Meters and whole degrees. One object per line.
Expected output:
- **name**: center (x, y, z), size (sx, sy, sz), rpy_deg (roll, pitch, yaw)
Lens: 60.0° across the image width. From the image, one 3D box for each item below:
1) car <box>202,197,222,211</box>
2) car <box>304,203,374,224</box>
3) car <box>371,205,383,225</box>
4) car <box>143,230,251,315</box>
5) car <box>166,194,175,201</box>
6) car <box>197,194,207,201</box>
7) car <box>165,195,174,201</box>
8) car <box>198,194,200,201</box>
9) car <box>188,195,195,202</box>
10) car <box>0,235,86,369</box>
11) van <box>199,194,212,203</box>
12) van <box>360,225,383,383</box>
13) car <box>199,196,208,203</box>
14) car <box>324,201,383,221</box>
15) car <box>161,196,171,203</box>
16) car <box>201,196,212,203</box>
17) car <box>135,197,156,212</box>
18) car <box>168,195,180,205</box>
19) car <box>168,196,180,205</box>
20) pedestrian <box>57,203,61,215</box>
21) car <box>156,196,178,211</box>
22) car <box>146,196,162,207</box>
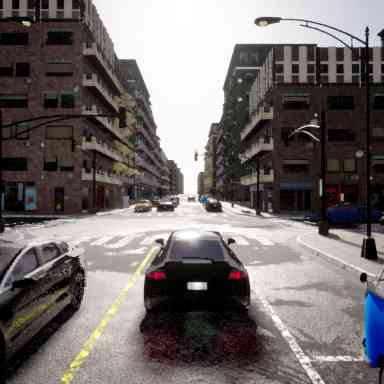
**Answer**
- **car**: center (2.635, 1.581, 40.007), size (1.947, 1.339, 4.313), rpy_deg (1, 0, 0)
- **car**: center (11.507, 1.656, 25.526), size (5.357, 1.411, 2.033), rpy_deg (0, -1, -2)
- **car**: center (13.504, 1.583, 19.829), size (4.313, 1.339, 1.947), rpy_deg (0, -1, 1)
- **car**: center (0.087, 1.566, 7.663), size (1.994, 1.385, 4.181), rpy_deg (0, 0, 0)
- **car**: center (-5.829, 1.483, 90.777), size (1.967, 1.590, 4.097), rpy_deg (1, 0, 0)
- **car**: center (2.563, 1.354, 85.148), size (2.192, 1.841, 5.009), rpy_deg (1, 0, 0)
- **car**: center (-5.821, 1.590, 85.134), size (2.008, 1.369, 4.403), rpy_deg (1, 0, 0)
- **car**: center (2.588, 1.555, 68.390), size (1.752, 1.417, 4.829), rpy_deg (1, 0, 0)
- **car**: center (-0.137, 1.562, 80.538), size (2.128, 1.511, 4.902), rpy_deg (0, 0, 0)
- **car**: center (-3.094, 1.494, 5.012), size (2.128, 1.511, 4.902), rpy_deg (0, 0, 0)
- **van**: center (2.610, 1.364, 56.935), size (1.690, 1.788, 3.998), rpy_deg (1, 0, 0)
- **van**: center (2.670, 1.342, 2.061), size (1.690, 1.788, 3.998), rpy_deg (1, 0, 0)
- **car**: center (2.577, 1.614, 73.863), size (1.802, 1.307, 4.206), rpy_deg (1, 0, 0)
- **car**: center (13.594, 1.609, 28.211), size (4.097, 1.590, 1.967), rpy_deg (0, -1, 1)
- **car**: center (-5.802, 1.577, 73.849), size (1.887, 1.381, 4.507), rpy_deg (1, 0, 0)
- **car**: center (2.626, 1.568, 45.650), size (2.008, 1.369, 4.403), rpy_deg (1, 0, 0)
- **car**: center (-5.744, 1.541, 39.823), size (1.752, 1.417, 4.829), rpy_deg (1, 0, 0)
- **car**: center (-3.180, 1.497, 49.704), size (1.882, 1.535, 5.008), rpy_deg (0, 0, 0)
- **car**: center (-3.171, 1.502, 60.081), size (1.882, 1.535, 5.008), rpy_deg (0, 0, 0)
- **pedestrian**: center (-12.592, 1.598, 31.416), size (0.500, 1.100, 0.500), rpy_deg (0, -1, 1)
- **car**: center (-3.168, 1.579, 40.987), size (1.994, 1.385, 4.181), rpy_deg (0, 0, 0)
- **car**: center (-5.762, 1.461, 51.278), size (1.967, 1.590, 4.097), rpy_deg (1, 0, 0)
